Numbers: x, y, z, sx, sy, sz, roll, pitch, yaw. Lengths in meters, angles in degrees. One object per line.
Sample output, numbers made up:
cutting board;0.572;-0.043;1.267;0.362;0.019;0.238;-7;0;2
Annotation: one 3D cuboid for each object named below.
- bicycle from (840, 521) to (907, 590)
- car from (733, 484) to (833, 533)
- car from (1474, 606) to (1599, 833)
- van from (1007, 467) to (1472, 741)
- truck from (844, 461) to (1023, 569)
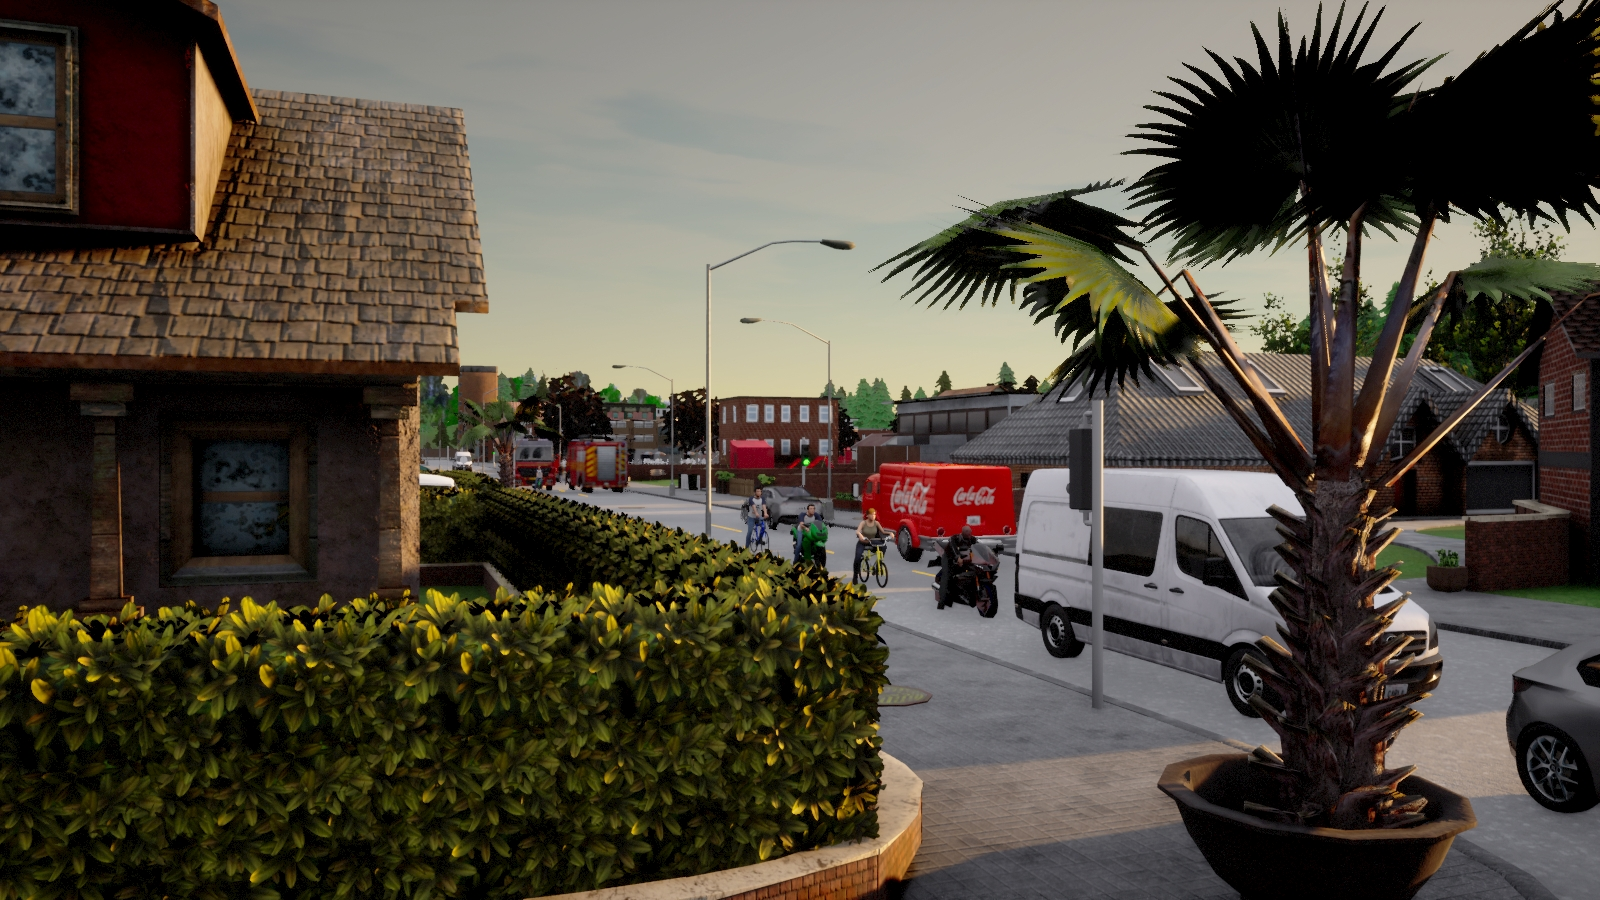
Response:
bicycle;1.505;2.162;23.648;0.859;1.276;1.487;0;0;-19
car;-0.699;2.053;41.411;2.128;1.511;4.902;0;0;-20
car;6.934;2.069;7.650;1.816;1.474;4.193;0;0;-12
van;4.966;1.538;14.186;1.988;2.561;5.915;0;0;-20
truck;3.369;1.584;30.271;2.627;2.467;5.204;0;1;-20
